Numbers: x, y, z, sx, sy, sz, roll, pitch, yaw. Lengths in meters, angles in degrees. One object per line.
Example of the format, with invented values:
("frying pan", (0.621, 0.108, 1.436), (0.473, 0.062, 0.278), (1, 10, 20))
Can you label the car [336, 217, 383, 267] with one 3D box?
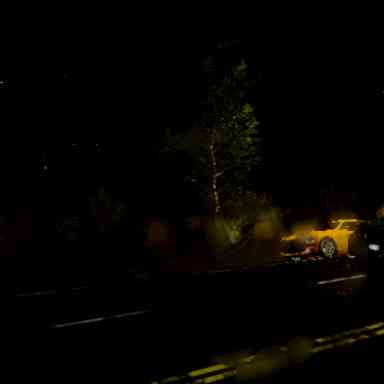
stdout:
("car", (7.329, 1.419, 9.973), (5.566, 2.045, 2.150), (7, -5, -25))

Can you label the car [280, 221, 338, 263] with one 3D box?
("car", (5.678, 1.853, 12.846), (5.008, 1.535, 1.882), (3, -16, -24))
